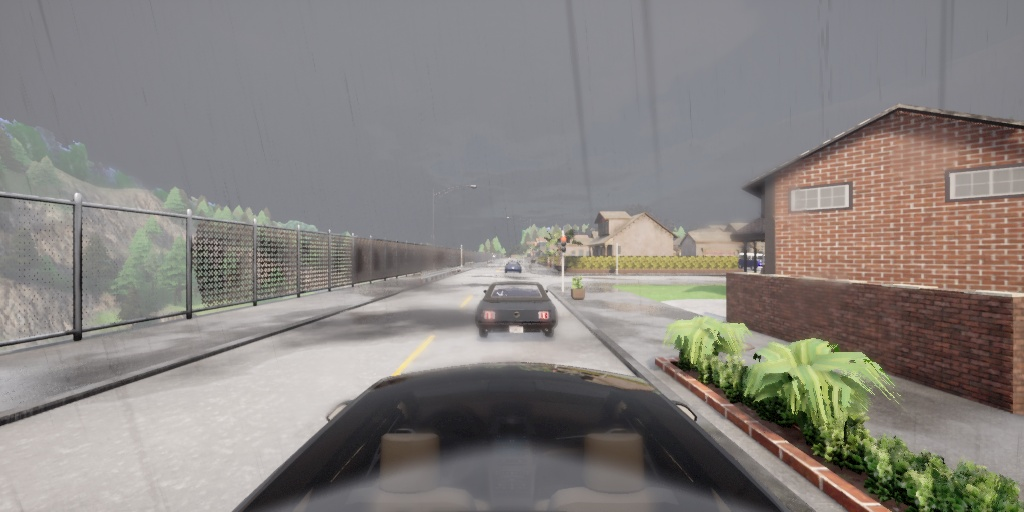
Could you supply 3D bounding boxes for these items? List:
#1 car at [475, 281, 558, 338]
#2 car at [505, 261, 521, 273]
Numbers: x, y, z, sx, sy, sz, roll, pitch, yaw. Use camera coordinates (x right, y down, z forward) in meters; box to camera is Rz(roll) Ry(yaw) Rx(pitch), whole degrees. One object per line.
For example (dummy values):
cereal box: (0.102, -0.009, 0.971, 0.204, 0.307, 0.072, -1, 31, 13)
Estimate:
car: (0.109, 1.351, 10.206, 1.895, 1.301, 4.718, 0, 0, 0)
car: (0.146, 1.314, 43.751, 1.994, 1.385, 4.181, 0, 0, 1)
